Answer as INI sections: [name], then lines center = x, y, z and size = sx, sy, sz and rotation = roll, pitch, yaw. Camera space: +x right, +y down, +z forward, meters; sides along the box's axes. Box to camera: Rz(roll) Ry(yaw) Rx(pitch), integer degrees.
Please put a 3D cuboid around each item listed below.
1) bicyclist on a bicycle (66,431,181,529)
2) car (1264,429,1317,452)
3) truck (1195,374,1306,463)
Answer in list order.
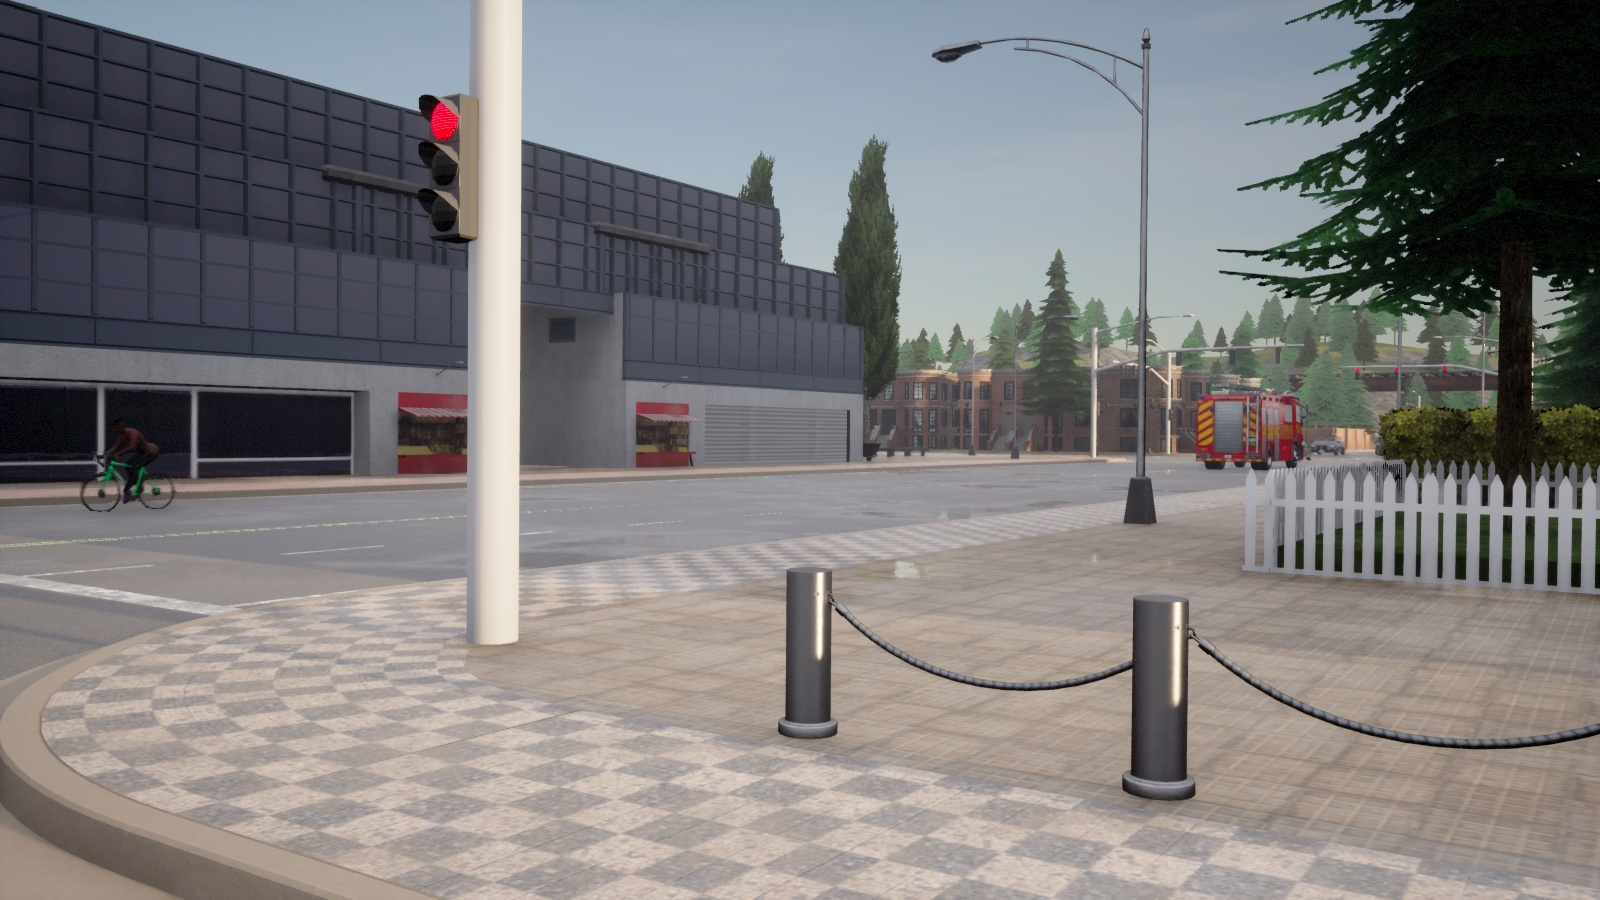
[bicyclist on a bicycle]
center = -11.762, 0.492, 21.877
size = 0.582, 1.620, 1.656
rotation = 0, 1, 34
[car]
center = 31.249, -0.596, 79.956
size = 2.033, 1.411, 5.357
rotation = 0, 1, 34
[truck]
center = 21.085, -1.422, 58.443
size = 2.891, 3.827, 8.468
rotation = 0, 1, 34
